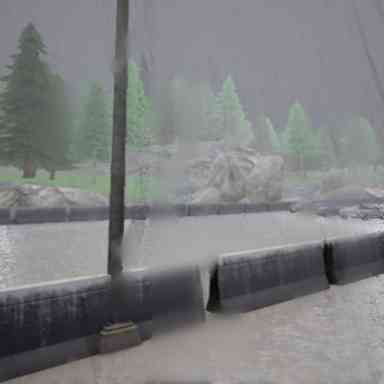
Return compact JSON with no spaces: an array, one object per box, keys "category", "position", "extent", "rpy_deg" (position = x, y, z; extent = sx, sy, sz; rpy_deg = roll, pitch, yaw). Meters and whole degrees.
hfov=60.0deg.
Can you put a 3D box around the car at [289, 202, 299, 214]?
[{"category":"car","position":[11.960,1.497,34.001],"extent":[4.892,1.490,1.837],"rpy_deg":[0,0,-35]}]

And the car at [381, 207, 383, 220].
[{"category":"car","position":[15.923,1.605,23.938],"extent":[4.718,1.301,1.895],"rpy_deg":[0,0,-35]}]

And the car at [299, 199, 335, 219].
[{"category":"car","position":[11.909,1.568,29.671],"extent":[4.181,1.385,1.994],"rpy_deg":[0,0,-35]}]

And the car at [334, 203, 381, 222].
[{"category":"car","position":[13.892,1.605,26.788],"extent":[4.718,1.301,1.895],"rpy_deg":[0,0,-35]}]
